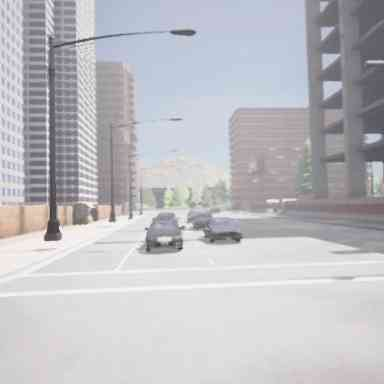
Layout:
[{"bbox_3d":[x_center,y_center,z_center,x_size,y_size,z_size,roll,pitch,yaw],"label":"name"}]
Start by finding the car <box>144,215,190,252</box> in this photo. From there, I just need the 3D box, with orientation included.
[{"bbox_3d":[-1.447,2.227,17.956,2.128,1.511,4.902,-1,-2,-4],"label":"car"}]

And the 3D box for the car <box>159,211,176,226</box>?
[{"bbox_3d":[-2.864,3.088,39.400,1.837,1.490,4.892,-1,-1,-4],"label":"car"}]

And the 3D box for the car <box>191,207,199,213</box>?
[{"bbox_3d":[0.782,4.902,91.737,1.882,1.535,5.008,-1,-2,-4],"label":"car"}]

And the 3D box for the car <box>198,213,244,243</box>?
[{"bbox_3d":[1.844,2.317,21.062,2.033,1.411,5.357,-1,-2,-4],"label":"car"}]

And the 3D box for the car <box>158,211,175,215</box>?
[{"bbox_3d":[-2.070,2.453,27.140,2.097,1.767,4.553,-1,-2,-4],"label":"car"}]

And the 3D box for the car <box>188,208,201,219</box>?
[{"bbox_3d":[0.380,3.191,43.590,1.812,1.442,4.674,-1,-2,-4],"label":"car"}]

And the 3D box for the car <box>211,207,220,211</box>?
[{"bbox_3d":[5.341,4.126,75.774,1.812,1.442,4.674,-1,-2,-4],"label":"car"}]

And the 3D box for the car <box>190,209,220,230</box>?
[{"bbox_3d":[1.194,2.666,30.900,1.837,1.490,4.892,-1,-2,-4],"label":"car"}]
